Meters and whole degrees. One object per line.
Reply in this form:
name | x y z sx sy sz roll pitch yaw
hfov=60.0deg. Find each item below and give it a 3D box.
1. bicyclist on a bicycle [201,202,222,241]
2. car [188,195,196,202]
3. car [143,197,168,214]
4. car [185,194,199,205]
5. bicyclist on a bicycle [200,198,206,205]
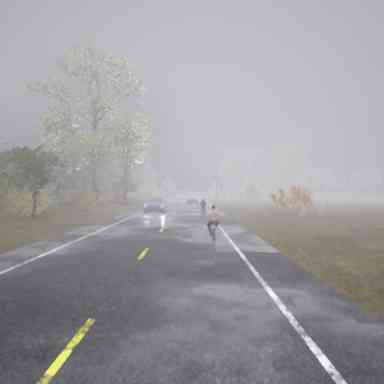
bicyclist on a bicycle | 0.981 1.403 15.400 0.866 1.612 1.509 0 0 0
car | 0.005 1.324 73.678 1.812 1.442 4.674 0 0 0
car | -3.591 1.270 33.413 2.097 1.767 4.553 0 0 0
car | 0.103 1.384 55.052 1.812 1.442 4.674 0 0 0
bicyclist on a bicycle | 0.965 1.386 28.633 0.582 1.620 1.656 0 0 0
